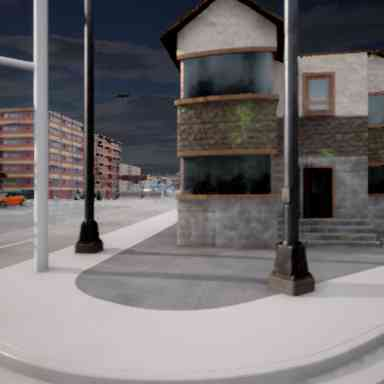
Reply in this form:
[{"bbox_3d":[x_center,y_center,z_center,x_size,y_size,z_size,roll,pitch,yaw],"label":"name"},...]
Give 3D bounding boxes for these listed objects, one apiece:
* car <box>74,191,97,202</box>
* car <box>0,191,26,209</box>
[{"bbox_3d":[-16.534,0.610,51.741,1.837,1.490,4.892,0,0,10],"label":"car"},{"bbox_3d":[-19.552,0.762,34.659,2.097,1.767,4.553,0,1,10],"label":"car"}]
